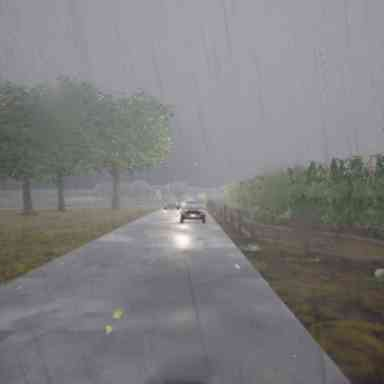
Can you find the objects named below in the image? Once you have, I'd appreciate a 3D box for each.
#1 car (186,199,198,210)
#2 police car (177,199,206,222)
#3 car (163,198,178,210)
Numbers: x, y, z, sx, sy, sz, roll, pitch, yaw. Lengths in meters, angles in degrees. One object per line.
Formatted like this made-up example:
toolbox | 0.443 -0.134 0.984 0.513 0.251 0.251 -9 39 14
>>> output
car | 0.010 1.788 49.792 1.801 1.575 5.366 0 -1 0
police car | 0.078 1.595 27.057 2.038 1.542 4.974 0 -1 0
car | -2.787 1.637 46.540 2.097 1.767 4.553 0 -1 1
